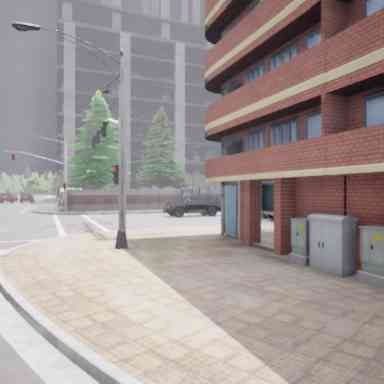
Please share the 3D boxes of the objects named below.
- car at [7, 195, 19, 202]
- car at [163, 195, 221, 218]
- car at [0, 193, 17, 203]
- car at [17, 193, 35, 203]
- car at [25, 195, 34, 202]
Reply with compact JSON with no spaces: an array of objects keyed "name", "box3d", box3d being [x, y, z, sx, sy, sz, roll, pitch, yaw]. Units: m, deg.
[{"name":"car","box3d":[-42.107,1.496,78.274,2.033,1.411,5.357,0,0,-23]},{"name":"car","box3d":[0.124,1.266,31.329,5.566,2.045,2.150,0,0,-22]},{"name":"car","box3d":[-37.966,1.187,68.479,2.150,2.045,5.566,0,0,-23]},{"name":"car","box3d":[-34.599,1.188,69.502,2.150,2.045,5.566,0,0,-23]},{"name":"car","box3d":[-38.721,1.482,79.253,1.812,1.442,4.674,0,0,-23]}]
